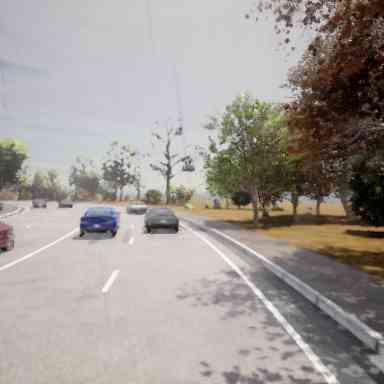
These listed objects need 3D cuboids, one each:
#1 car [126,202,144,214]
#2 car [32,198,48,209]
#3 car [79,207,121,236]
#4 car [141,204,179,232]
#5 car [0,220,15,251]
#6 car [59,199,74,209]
[{"bbox_3d":[-6.513,1.786,38.708,1.895,1.301,4.718,0,0,-19],"label":"car"},{"bbox_3d":[-23.135,1.736,50.590,2.128,1.511,4.902,0,0,-27],"label":"car"},{"bbox_3d":[-5.199,1.573,19.168,1.882,1.535,5.008,0,0,-9],"label":"car"},{"bbox_3d":[-1.991,1.662,21.096,1.994,1.385,4.181,0,0,-10],"label":"car"},{"bbox_3d":[-7.882,1.595,11.681,1.812,1.442,4.674,0,0,-6],"label":"car"},{"bbox_3d":[-19.348,1.794,50.976,2.033,1.411,5.357,0,0,-26],"label":"car"}]
